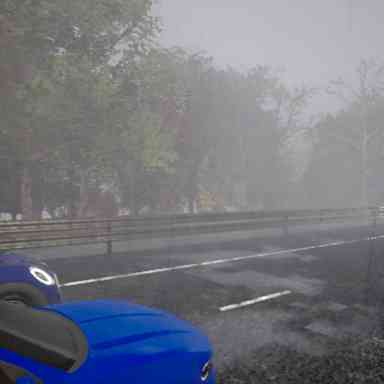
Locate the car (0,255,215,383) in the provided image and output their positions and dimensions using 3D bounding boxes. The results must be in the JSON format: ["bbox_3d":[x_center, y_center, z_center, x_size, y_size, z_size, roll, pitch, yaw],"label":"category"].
[{"bbox_3d":[-2.069,1.475,2.282,5.008,1.535,1.882,0,0,-36],"label":"car"}]

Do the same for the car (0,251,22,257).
[{"bbox_3d":[-4.402,1.348,4.919,4.553,1.767,2.097,0,0,-36],"label":"car"}]
